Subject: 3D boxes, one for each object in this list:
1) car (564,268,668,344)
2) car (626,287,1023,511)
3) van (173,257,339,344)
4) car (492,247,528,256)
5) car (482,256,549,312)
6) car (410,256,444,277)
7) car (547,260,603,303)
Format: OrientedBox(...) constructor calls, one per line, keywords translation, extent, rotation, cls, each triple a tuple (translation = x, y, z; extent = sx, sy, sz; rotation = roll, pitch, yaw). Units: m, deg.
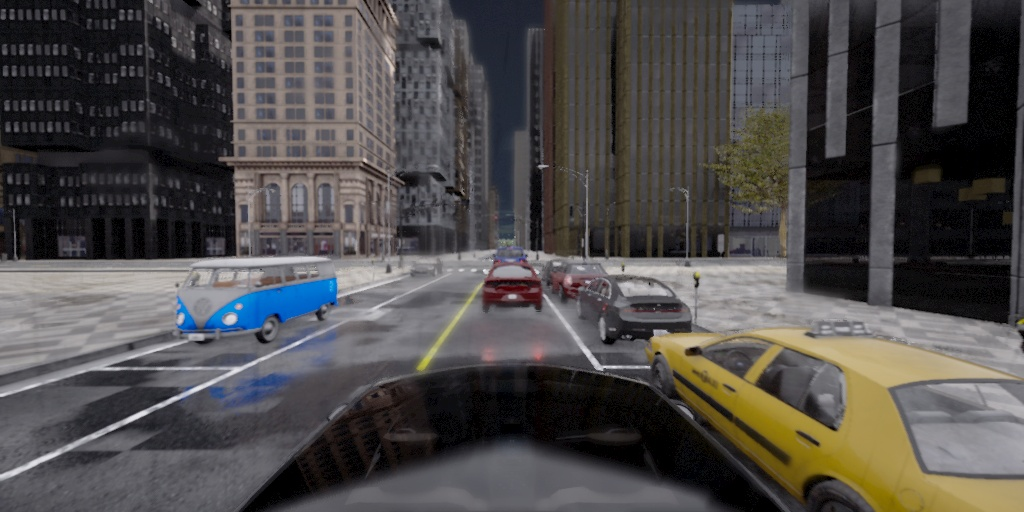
OrientedBox(translation=(2.703, 1.122, 8.780), extent=(2.007, 1.370, 4.403), rotation=(0, 0, 0), cls="car")
OrientedBox(translation=(2.750, 1.238, 3.311), extent=(1.751, 1.417, 4.829), rotation=(0, 0, 0), cls="car")
OrientedBox(translation=(-5.822, 0.919, 8.705), extent=(1.690, 1.789, 3.998), rotation=(0, 0, 0), cls="van")
OrientedBox(translation=(-0.115, 0.420, 23.633), extent=(2.150, 2.045, 5.566), rotation=(0, 1, -1), cls="car")
OrientedBox(translation=(-0.002, 0.951, 12.733), extent=(1.882, 1.535, 5.008), rotation=(0, 1, -1), cls="car")
OrientedBox(translation=(-5.970, 0.703, 25.622), extent=(2.007, 1.370, 4.403), rotation=(0, 0, 0), cls="car")
OrientedBox(translation=(2.654, 0.870, 14.420), extent=(1.967, 1.591, 4.097), rotation=(0, 0, 0), cls="car")
